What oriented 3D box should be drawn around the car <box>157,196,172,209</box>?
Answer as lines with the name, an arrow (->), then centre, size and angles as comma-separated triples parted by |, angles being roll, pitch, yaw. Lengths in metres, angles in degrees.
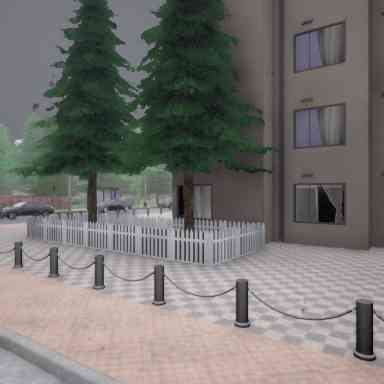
car -> -2.540, 1.345, 44.318 | 2.097, 1.767, 4.553 | 0, 0, 37

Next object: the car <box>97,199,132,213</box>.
car -> -8.708, 1.485, 36.150 | 2.128, 1.511, 4.902 | 0, 0, 37

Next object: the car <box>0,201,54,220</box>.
car -> -14.297, 1.519, 28.688 | 1.812, 1.442, 4.674 | 0, 0, 37
